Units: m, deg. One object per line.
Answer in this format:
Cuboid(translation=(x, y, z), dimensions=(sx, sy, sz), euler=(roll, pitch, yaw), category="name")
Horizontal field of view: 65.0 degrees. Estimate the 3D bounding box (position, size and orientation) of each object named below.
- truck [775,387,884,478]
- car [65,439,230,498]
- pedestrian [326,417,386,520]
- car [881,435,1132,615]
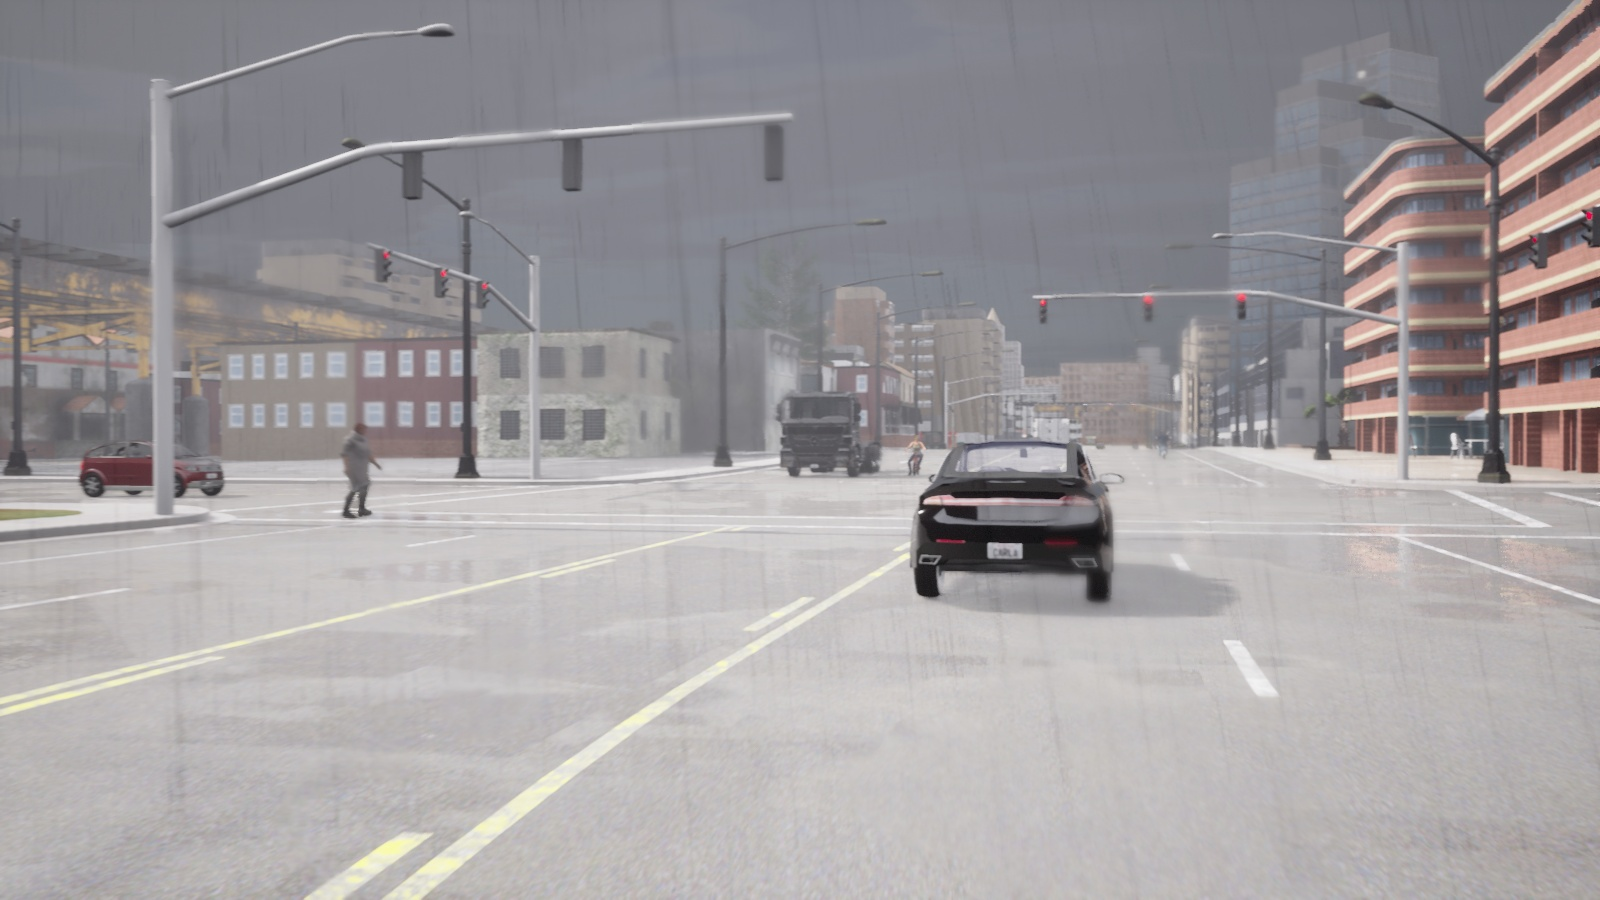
Cuboid(translation=(1.375, -0.739, 51.724), dimensions=(2.891, 3.462, 7.936), euler=(0, 1, 13), category="truck")
Cuboid(translation=(-17.716, 0.479, 34.174), dimensions=(3.705, 1.549, 1.789), euler=(0, 0, 13), category="car")
Cuboid(translation=(-8.560, 0.354, 24.218), dimensions=(0.873, 1.952, 0.659), euler=(0, 0, 9), category="pedestrian")
Cuboid(translation=(2.301, 0.610, 13.134), dimensions=(2.128, 1.511, 4.902), euler=(0, 0, 13), category="car")
